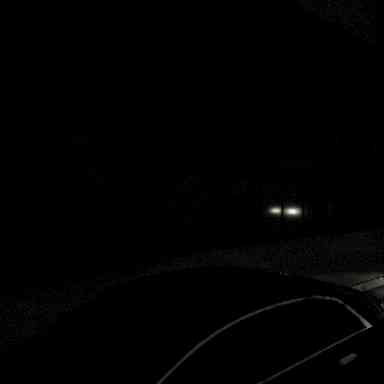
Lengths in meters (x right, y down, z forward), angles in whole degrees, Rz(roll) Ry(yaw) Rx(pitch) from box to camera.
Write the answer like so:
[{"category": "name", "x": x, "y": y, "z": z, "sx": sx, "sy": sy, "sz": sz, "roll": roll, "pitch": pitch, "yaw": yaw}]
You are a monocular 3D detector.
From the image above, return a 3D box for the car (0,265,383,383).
[{"category": "car", "x": -0.050, "y": 1.504, "z": 2.727, "sx": 4.892, "sy": 1.490, "sz": 1.837, "roll": 1, "pitch": 0, "yaw": -35}]
